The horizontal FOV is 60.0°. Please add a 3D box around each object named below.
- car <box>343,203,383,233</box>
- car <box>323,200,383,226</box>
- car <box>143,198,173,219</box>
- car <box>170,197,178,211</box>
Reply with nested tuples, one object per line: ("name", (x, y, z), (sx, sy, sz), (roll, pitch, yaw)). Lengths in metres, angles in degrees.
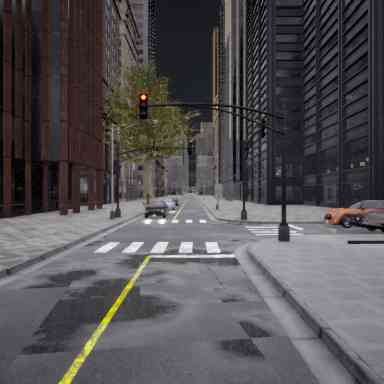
("car", (11.534, 1.491, 18.108), (5.357, 1.411, 2.033), (0, 0, 0))
("car", (10.855, 1.311, 21.207), (4.553, 1.767, 2.097), (0, 0, 0))
("car", (-3.085, 1.552, 29.782), (2.033, 1.411, 5.357), (0, 0, 0))
("car", (-3.074, 1.536, 41.332), (1.812, 1.442, 4.674), (0, 0, 0))
